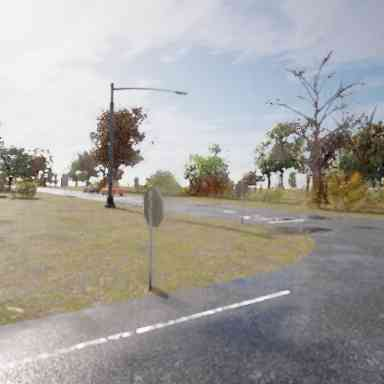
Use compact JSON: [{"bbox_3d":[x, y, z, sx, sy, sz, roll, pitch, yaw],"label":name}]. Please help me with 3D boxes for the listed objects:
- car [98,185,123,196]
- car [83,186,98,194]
[{"bbox_3d":[-12.429,-0.318,51.640,2.097,1.767,4.553,0,2,-35],"label":"car"},{"bbox_3d":[-18.022,-0.379,59.516,1.895,1.301,4.718,0,2,-35],"label":"car"}]
